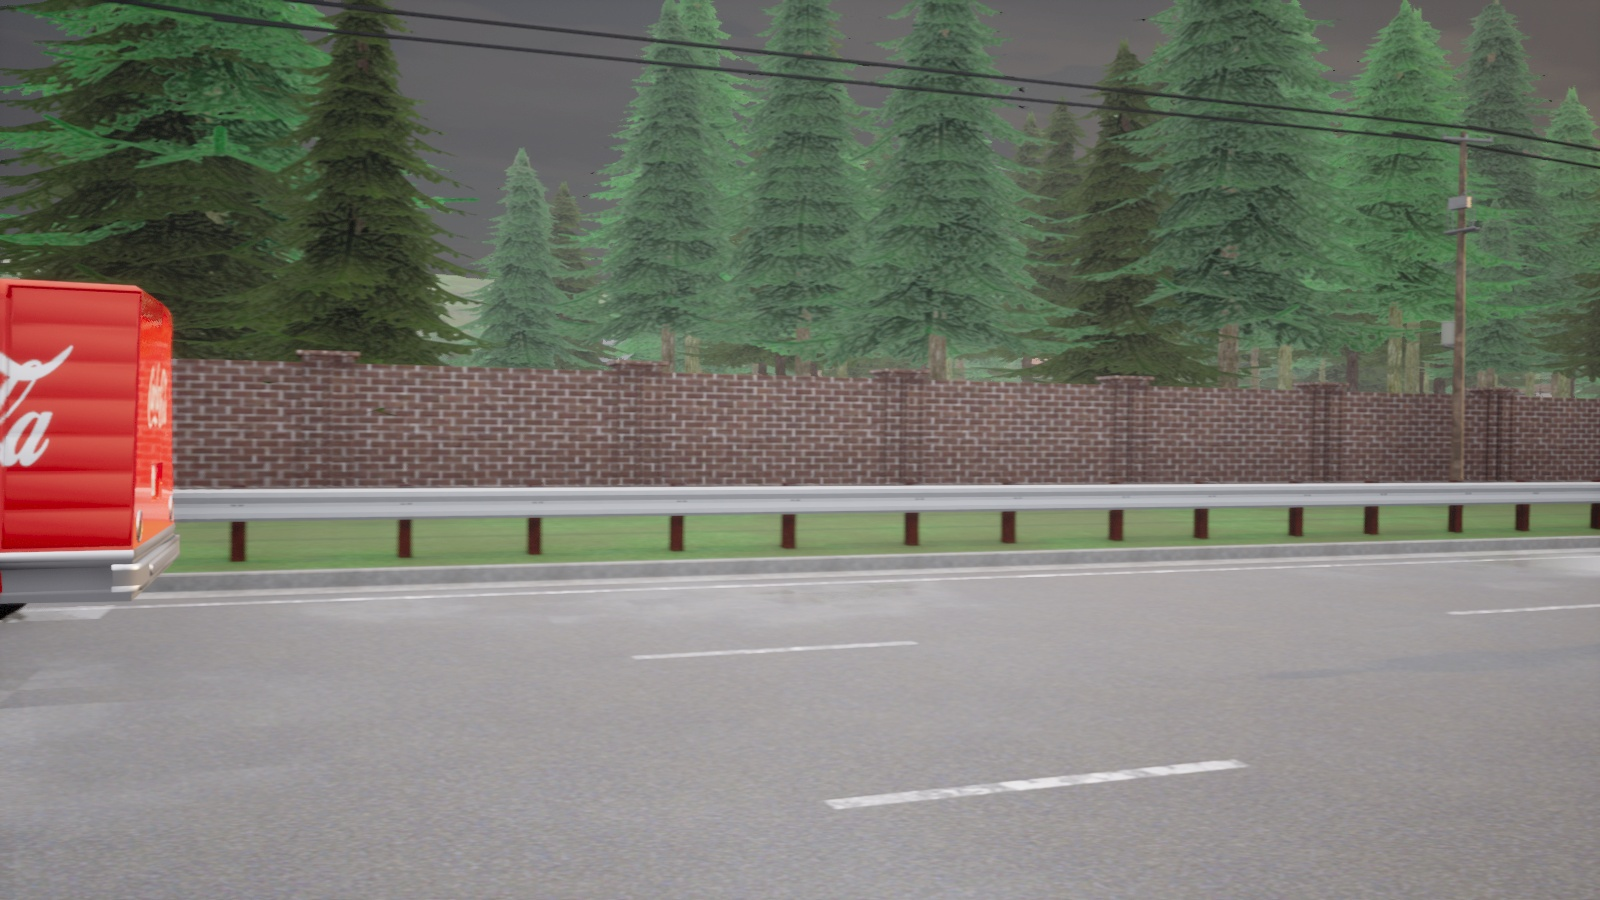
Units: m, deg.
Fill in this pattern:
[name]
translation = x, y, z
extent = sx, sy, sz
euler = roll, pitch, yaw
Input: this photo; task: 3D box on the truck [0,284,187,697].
[truck]
translation = -6.979, 0.252, 8.071
extent = 5.204, 2.467, 2.627
euler = -1, 1, -21
